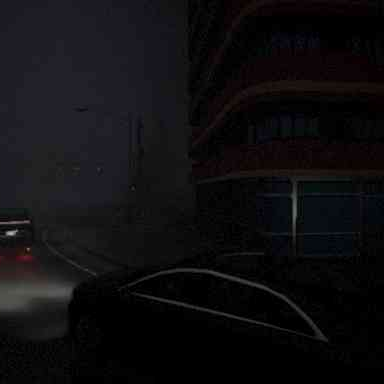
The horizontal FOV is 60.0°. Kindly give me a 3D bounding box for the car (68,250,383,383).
[{"bbox_3d":[0.374,1.492,4.070,4.902,1.511,2.128,0,0,39],"label":"car"}]

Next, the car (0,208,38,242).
[{"bbox_3d":[-8.556,1.492,15.926,2.128,1.511,4.902,0,0,-26],"label":"car"}]
